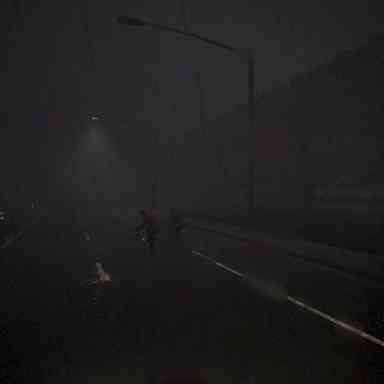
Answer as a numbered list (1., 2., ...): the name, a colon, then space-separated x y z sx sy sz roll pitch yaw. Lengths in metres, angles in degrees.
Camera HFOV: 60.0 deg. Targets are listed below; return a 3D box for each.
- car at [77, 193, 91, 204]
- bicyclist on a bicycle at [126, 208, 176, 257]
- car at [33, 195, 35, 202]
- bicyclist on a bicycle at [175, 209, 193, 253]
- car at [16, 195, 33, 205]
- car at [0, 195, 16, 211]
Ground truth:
1. car: -20.204 1.503 62.873 1.812 1.442 4.674 0 0 -20
2. bicyclist on a bicycle: -1.555 1.449 11.555 1.656 1.620 0.582 -1 0 13
3. car: -33.830 1.370 69.252 1.837 1.490 4.892 0 1 -20
4. bicyclist on a bicycle: -0.591 1.435 12.442 1.656 1.620 0.582 -1 0 39
5. car: -30.188 1.574 59.238 1.895 1.301 4.718 0 0 -20
6. car: -23.565 1.489 41.007 2.128 1.511 4.902 0 0 -20
